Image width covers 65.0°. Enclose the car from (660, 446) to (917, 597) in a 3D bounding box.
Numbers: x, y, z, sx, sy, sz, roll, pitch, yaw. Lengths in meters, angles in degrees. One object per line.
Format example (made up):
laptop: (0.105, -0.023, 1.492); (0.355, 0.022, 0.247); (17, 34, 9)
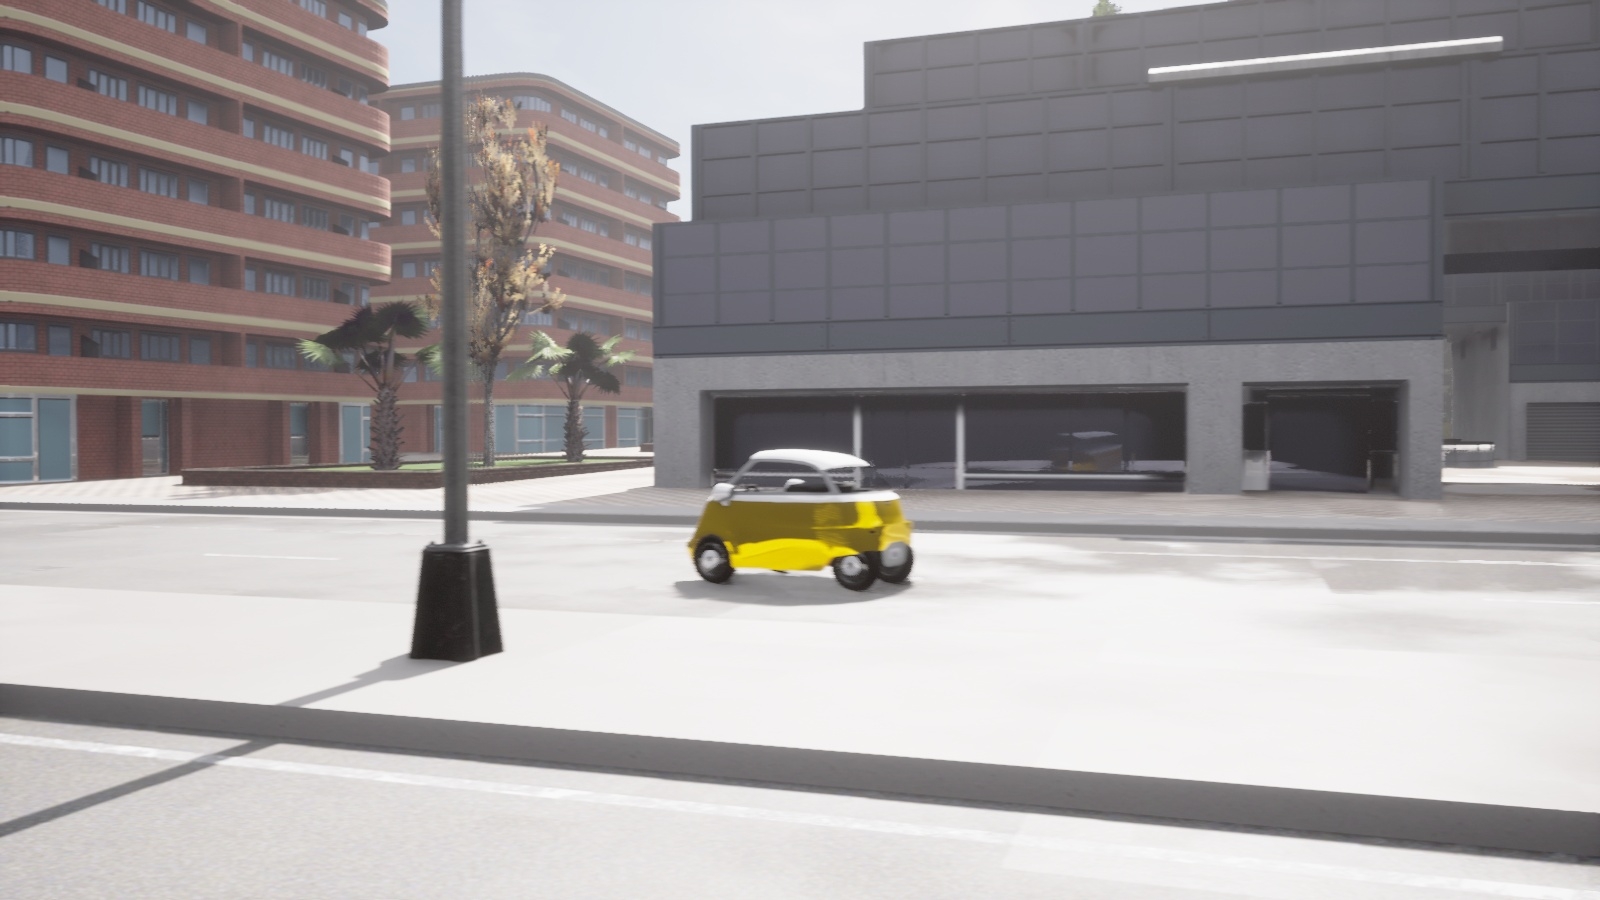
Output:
car: (-0.116, 0.672, 13.034); (2.207, 1.376, 1.481); (1, 1, 33)
